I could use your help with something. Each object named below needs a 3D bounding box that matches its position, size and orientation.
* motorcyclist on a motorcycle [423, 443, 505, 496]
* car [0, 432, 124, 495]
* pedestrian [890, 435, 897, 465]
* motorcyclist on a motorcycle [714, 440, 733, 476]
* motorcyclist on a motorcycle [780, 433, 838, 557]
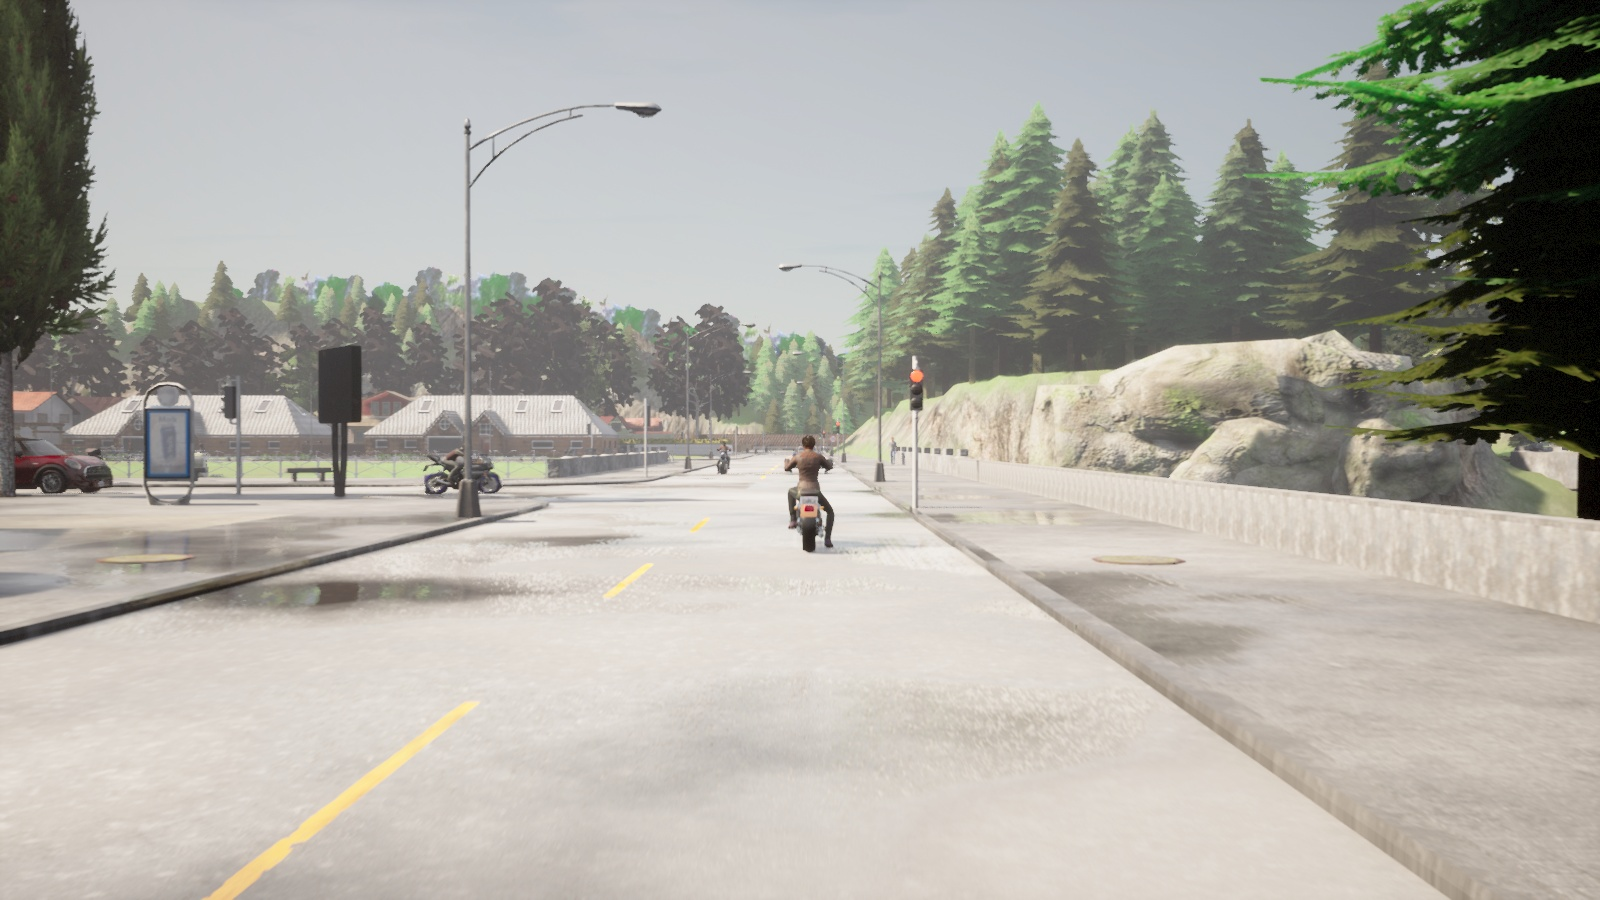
[{"bbox_3d":[-9.777,0.566,36.632,2.191,1.530,0.866,0,0,-4],"label":"motorcyclist on a motorcycle"},{"bbox_3d":[-22.504,0.381,36.549,4.553,1.767,2.097,0,0,0],"label":"car"},{"bbox_3d":[5.763,0.024,77.629,0.354,1.836,0.706,0,0,-1],"label":"pedestrian"},{"bbox_3d":[-3.639,0.357,59.782,0.766,1.649,2.350,0,0,0],"label":"motorcyclist on a motorcycle"},{"bbox_3d":[0.122,0.596,17.870,0.766,1.649,2.350,0,0,0],"label":"motorcyclist on a motorcycle"}]
